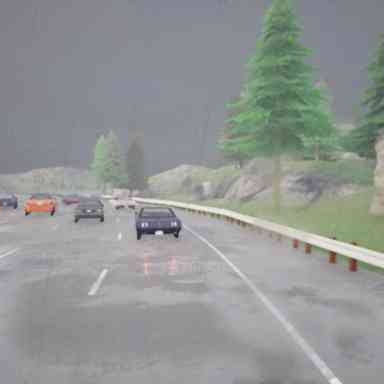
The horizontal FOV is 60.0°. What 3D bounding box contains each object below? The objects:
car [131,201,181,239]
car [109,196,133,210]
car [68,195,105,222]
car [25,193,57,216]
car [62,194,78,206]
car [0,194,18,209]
[{"bbox_3d":[-1.771,1.337,15.773,1.895,1.301,4.718,0,1,-11],"label":"car"},{"bbox_3d":[-7.010,1.050,33.134,1.895,1.301,4.718,0,1,-23],"label":"car"},{"bbox_3d":[-6.931,1.173,22.523,2.033,1.411,5.357,0,1,-16],"label":"car"},{"bbox_3d":[-12.269,0.899,27.304,2.097,1.767,4.553,0,1,-19],"label":"car"},{"bbox_3d":[-14.677,0.887,40.773,1.994,1.385,4.181,-1,1,-28],"label":"car"},{"bbox_3d":[-19.219,0.953,34.582,1.812,1.442,4.674,0,1,-27],"label":"car"}]
